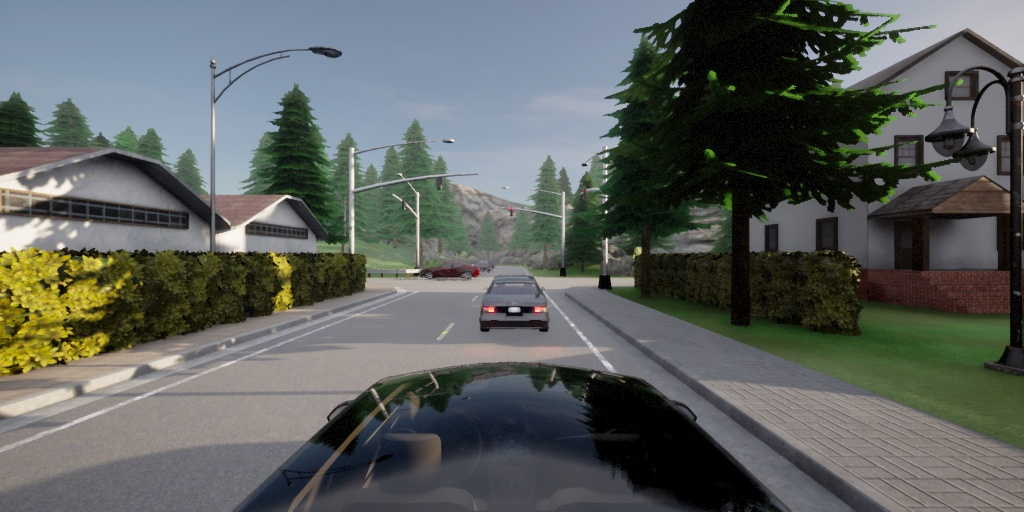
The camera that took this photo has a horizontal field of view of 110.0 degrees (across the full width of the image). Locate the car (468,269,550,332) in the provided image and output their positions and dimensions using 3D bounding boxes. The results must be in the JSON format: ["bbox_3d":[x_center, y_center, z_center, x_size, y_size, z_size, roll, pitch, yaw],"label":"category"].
[{"bbox_3d":[0.071,1.297,10.848,2.033,1.411,5.357,0,0,0],"label":"car"}]

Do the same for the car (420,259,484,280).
[{"bbox_3d":[-5.144,1.221,30.076,5.008,1.535,1.882,0,0,0],"label":"car"}]

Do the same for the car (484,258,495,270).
[{"bbox_3d":[-3.583,1.228,44.913,1.882,1.535,5.008,0,0,0],"label":"car"}]
